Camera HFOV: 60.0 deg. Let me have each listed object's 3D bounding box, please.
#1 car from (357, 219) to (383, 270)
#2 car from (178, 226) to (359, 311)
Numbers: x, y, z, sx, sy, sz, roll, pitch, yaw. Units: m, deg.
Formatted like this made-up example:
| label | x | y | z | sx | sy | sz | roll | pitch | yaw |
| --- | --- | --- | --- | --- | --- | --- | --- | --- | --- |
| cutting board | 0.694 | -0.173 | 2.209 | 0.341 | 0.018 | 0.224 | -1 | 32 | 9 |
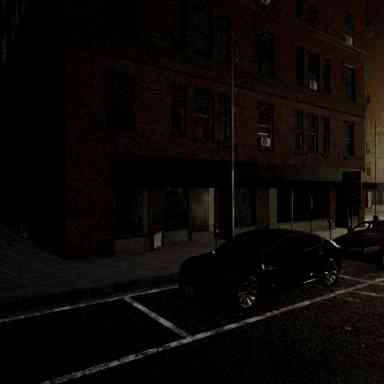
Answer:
| label | x | y | z | sx | sy | sz | roll | pitch | yaw |
| --- | --- | --- | --- | --- | --- | --- | --- | --- | --- |
| car | 6.217 | 1.582 | 10.938 | 4.206 | 1.307 | 1.802 | 0 | 0 | -35 |
| car | 1.731 | 1.566 | 7.754 | 4.313 | 1.339 | 1.947 | 0 | 0 | -35 |
